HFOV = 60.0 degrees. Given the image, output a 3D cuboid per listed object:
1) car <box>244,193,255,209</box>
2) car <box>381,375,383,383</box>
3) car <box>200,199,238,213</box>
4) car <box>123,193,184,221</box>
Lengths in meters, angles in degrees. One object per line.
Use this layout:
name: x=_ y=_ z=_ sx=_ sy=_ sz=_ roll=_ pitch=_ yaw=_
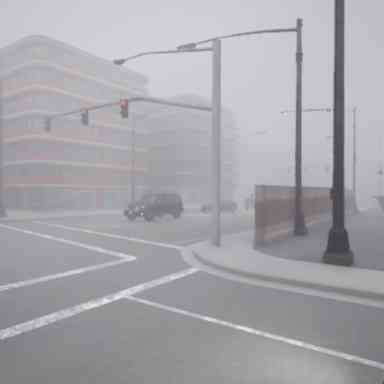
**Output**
car: x=8.824 y=1.142 z=43.508 sx=2.150 sy=2.045 sz=5.566 roll=0 pitch=0 yaw=35
car: x=3.601 y=1.517 z=1.492 sx=4.892 sy=1.490 sz=1.837 roll=0 pitch=0 yaw=35
car: x=2.964 y=1.465 z=35.024 sx=2.033 sy=1.411 sz=5.357 roll=0 pitch=0 yaw=34
car: x=-2.908 y=1.137 z=26.491 sx=2.150 sy=2.045 sz=5.566 roll=0 pitch=0 yaw=35
